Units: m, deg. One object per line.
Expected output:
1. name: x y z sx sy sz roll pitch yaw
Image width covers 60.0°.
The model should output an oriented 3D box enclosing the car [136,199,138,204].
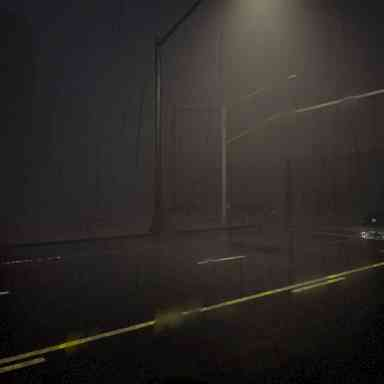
1. car: -8.638 1.564 61.031 1.994 1.385 4.181 0 0 -35

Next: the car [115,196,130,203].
1. car: -14.451 1.468 69.080 1.812 1.442 4.674 0 0 -36

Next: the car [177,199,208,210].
1. car: 0.045 1.601 42.607 1.895 1.301 4.718 0 0 -36

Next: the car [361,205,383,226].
1. car: 12.850 1.564 21.692 4.181 1.385 1.994 0 0 -35

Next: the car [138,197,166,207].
1. car: -5.821 1.478 50.833 1.882 1.535 5.008 0 0 -35

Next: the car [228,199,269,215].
1. car: 5.830 1.491 34.508 2.128 1.511 4.902 0 0 -36

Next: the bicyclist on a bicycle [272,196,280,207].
1. bicyclist on a bicycle: 11.471 1.303 45.507 1.656 1.620 0.582 0 0 -36
